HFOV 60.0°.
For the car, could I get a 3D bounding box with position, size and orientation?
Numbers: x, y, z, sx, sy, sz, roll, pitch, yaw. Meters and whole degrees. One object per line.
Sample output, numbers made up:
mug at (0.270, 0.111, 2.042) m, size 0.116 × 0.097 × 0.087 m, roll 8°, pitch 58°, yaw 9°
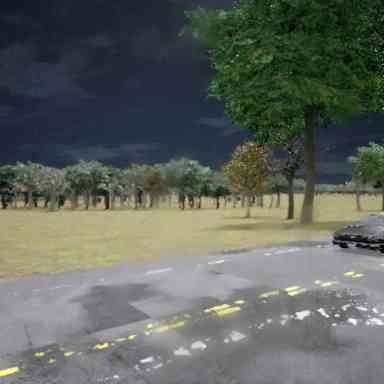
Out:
car at (8.109, 1.622, 13.969) m, size 5.357 × 1.411 × 2.033 m, roll 0°, pitch 0°, yaw -36°
